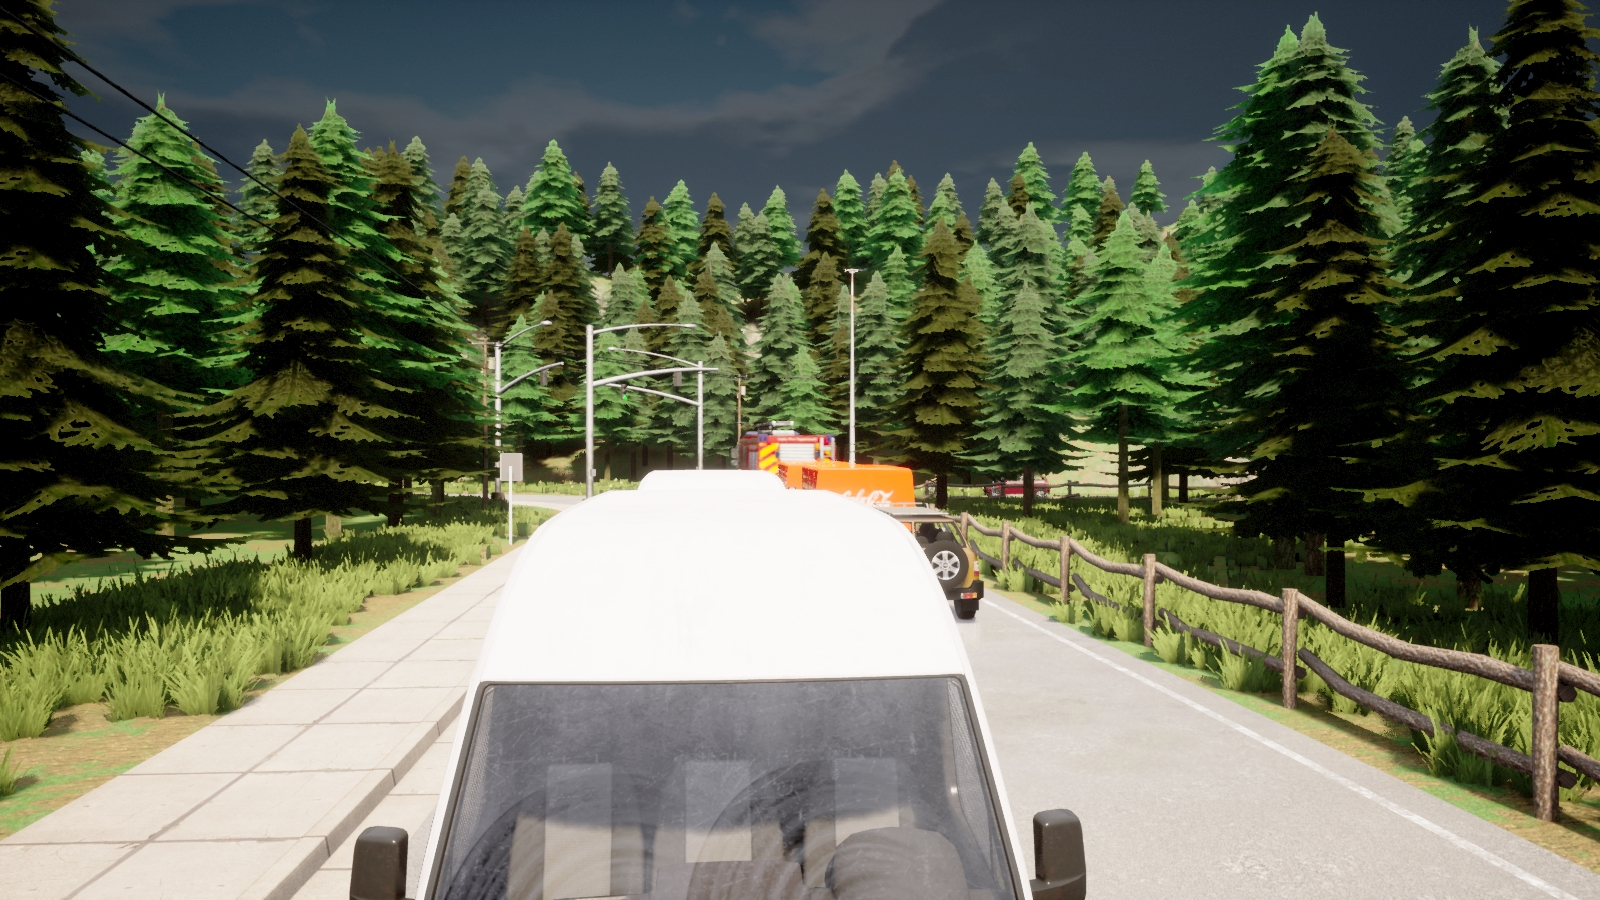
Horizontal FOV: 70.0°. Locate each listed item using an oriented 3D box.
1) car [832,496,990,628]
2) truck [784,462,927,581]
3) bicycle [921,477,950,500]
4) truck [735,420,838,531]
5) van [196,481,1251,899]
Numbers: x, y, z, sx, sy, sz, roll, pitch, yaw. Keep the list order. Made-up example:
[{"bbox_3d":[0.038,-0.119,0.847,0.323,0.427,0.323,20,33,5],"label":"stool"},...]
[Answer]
[{"bbox_3d":[1.801,1.837,20.146,1.932,1.855,4.605,0,0,-5],"label":"car"},{"bbox_3d":[1.150,1.541,26.876,2.627,2.467,5.204,0,0,-5],"label":"truck"},{"bbox_3d":[7.684,2.158,64.883,1.487,1.276,0.859,0,0,-7],"label":"bicycle"},{"bbox_3d":[-0.683,0.864,43.843,2.891,3.827,8.468,0,0,-8],"label":"truck"},{"bbox_3d":[-0.341,1.499,5.107,1.988,2.561,5.915,0,0,-5],"label":"van"}]
